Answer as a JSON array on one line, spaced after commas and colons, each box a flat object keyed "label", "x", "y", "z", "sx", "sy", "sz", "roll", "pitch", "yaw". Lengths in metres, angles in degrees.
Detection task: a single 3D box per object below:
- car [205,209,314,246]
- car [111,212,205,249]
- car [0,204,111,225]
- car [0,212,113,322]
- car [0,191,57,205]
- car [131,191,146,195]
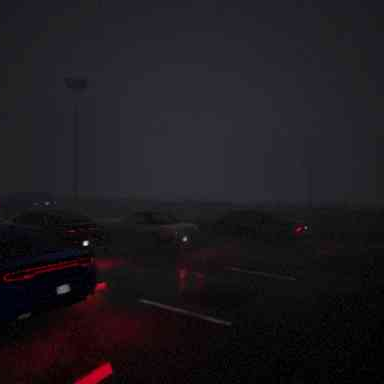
[{"label": "car", "x": 2.589, "y": 1.472, "z": 14.996, "sx": 5.357, "sy": 1.411, "sz": 2.033, "roll": 1, "pitch": 0, "yaw": 36}, {"label": "car", "x": -2.069, "y": 1.488, "z": 14.042, "sx": 4.718, "sy": 1.301, "sz": 1.895, "roll": 1, "pitch": 0, "yaw": 36}, {"label": "car", "x": -5.385, "y": 1.373, "z": 12.112, "sx": 4.892, "sy": 1.490, "sz": 1.837, "roll": 1, "pitch": 0, "yaw": 36}, {"label": "car", "x": -4.096, "y": 1.394, "z": 6.873, "sx": 5.008, "sy": 1.535, "sz": 1.882, "roll": 1, "pitch": 1, "yaw": 36}, {"label": "car", "x": -12.814, "y": 0.925, "z": 26.006, "sx": 5.566, "sy": 2.045, "sz": 2.150, "roll": 1, "pitch": 0, "yaw": 36}, {"label": "car", "x": -15.039, "y": 0.436, "z": 93.974, "sx": 4.605, "sy": 1.855, "sz": 1.932, "roll": 1, "pitch": 0, "yaw": 35}]
